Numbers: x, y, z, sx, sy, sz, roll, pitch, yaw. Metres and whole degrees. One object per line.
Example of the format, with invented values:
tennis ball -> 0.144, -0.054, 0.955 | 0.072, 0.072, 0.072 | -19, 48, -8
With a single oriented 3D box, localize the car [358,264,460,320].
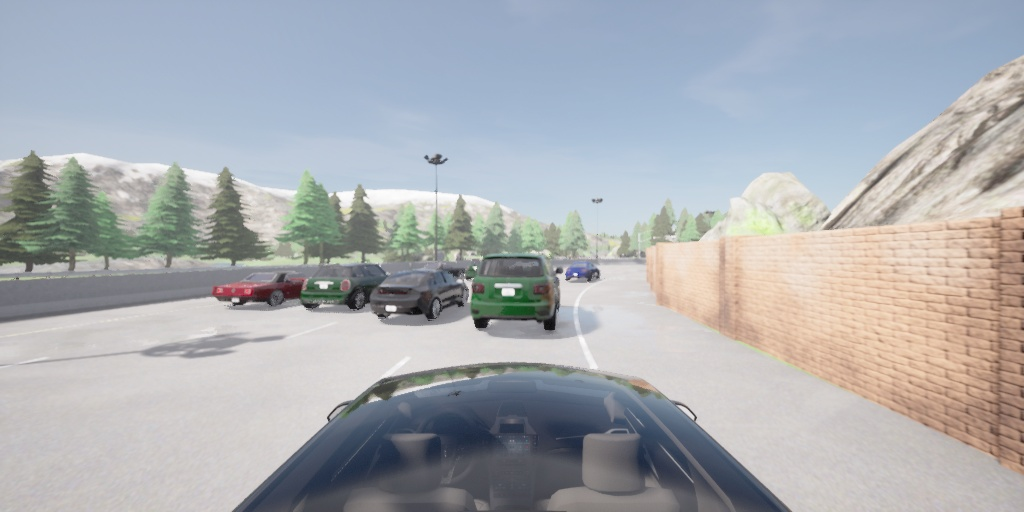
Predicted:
car -> -2.954, 1.203, 12.413 | 1.837, 1.490, 4.892 | 0, 0, 10

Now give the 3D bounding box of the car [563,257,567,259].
car -> 8.590, 0.967, 64.609 | 4.674, 1.442, 1.812 | 0, 0, -39

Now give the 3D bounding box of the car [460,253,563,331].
car -> 0.328, 0.926, 11.031 | 2.150, 2.045, 5.566 | 0, 0, 9

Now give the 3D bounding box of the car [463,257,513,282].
car -> -1.775, 0.970, 28.505 | 2.097, 1.767, 4.553 | 0, 0, 24

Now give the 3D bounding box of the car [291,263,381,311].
car -> -6.107, 1.044, 14.468 | 2.097, 1.767, 4.553 | 0, 1, 11

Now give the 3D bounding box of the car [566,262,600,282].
car -> 5.521, 1.148, 27.695 | 1.812, 1.442, 4.674 | 0, 0, 25

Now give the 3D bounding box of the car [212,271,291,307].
car -> -9.554, 1.286, 15.110 | 1.895, 1.301, 4.718 | 0, 0, 11
